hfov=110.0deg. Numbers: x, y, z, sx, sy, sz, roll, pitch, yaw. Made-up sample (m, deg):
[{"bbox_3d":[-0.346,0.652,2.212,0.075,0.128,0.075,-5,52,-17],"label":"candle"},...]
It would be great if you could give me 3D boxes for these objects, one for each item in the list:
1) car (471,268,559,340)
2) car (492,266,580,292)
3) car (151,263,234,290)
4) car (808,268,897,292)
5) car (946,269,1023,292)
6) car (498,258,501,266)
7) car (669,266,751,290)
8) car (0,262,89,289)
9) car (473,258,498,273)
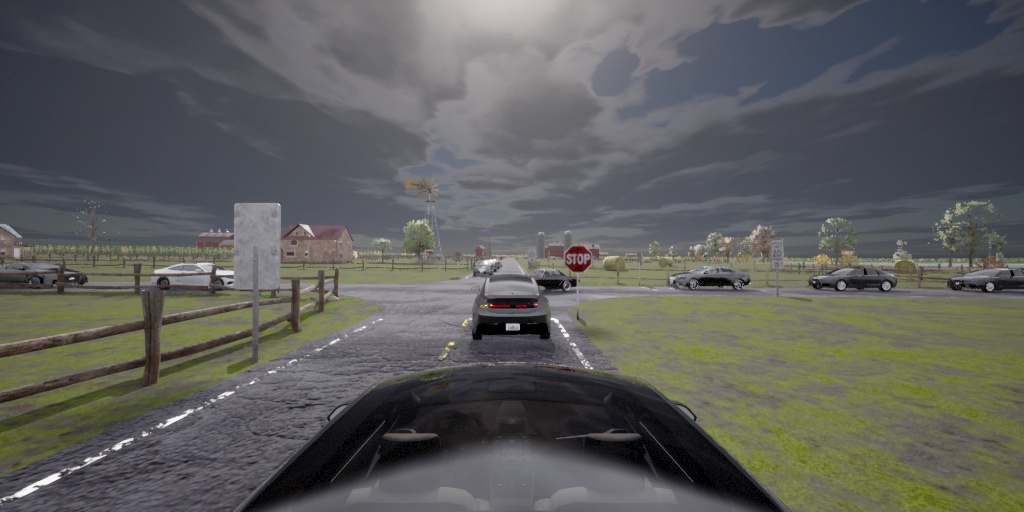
[{"bbox_3d":[-0.079,1.256,10.006,1.837,1.490,4.892,0,0,-2],"label":"car"},{"bbox_3d":[1.488,1.369,20.053,4.718,1.301,1.895,1,0,-35],"label":"car"},{"bbox_3d":[-17.255,1.104,19.951,4.674,1.442,1.812,1,-1,-1],"label":"car"},{"bbox_3d":[22.186,1.499,23.466,4.892,1.490,1.837,1,-1,-1],"label":"car"},{"bbox_3d":[31.689,1.587,23.593,4.892,1.490,1.837,1,-1,-1],"label":"car"},{"bbox_3d":[-2.880,1.241,46.136,2.128,1.511,4.902,0,0,0],"label":"car"},{"bbox_3d":[12.785,1.396,23.289,4.902,1.511,2.128,1,-1,-2],"label":"car"},{"bbox_3d":[-26.375,1.048,19.823,4.181,1.385,1.994,1,-1,-1],"label":"car"},{"bbox_3d":[-2.882,1.243,36.691,2.128,1.511,4.902,0,0,0],"label":"car"}]
